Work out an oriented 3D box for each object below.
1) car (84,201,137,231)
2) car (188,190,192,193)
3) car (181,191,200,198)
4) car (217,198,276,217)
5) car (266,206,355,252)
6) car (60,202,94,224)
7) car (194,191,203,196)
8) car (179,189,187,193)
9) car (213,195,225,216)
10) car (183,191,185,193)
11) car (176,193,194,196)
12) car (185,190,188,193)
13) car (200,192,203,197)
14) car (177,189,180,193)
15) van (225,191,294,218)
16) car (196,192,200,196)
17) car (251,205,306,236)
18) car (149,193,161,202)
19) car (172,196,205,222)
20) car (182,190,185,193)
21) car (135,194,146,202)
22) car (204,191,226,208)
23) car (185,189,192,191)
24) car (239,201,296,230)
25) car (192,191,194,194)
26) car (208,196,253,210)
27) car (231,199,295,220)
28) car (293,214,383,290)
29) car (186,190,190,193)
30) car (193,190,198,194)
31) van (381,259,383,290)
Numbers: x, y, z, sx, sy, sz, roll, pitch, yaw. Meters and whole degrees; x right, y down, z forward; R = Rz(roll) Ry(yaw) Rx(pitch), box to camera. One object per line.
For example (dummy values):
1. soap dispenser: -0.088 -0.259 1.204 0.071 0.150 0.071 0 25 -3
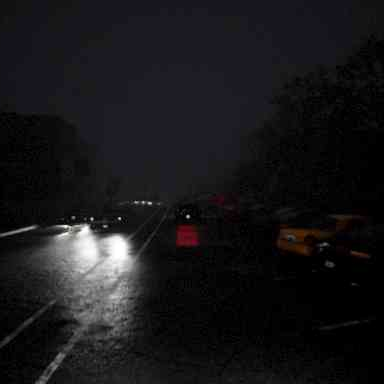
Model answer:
1. car: -4.537 1.444 19.420 1.895 1.301 4.718 0 1 -2
2. car: 2.234 0.981 67.290 5.008 1.535 2.097 1 1 -25
3. car: -0.337 0.650 90.923 4.553 1.767 2.185 0 1 -27
4. car: 4.740 1.279 28.757 4.674 1.452 2.002 1 1 -22
5. car: 5.397 1.401 11.047 5.366 1.575 1.946 1 0 -21
6. car: -7.441 1.380 22.721 1.994 1.385 4.181 0 1 -2
7. car: 3.423 1.062 52.489 5.008 1.535 2.097 1 0 -24
8. car: 0.421 0.618 85.046 5.566 2.045 2.435 0 0 -27
9. car: 4.677 1.260 25.717 5.366 1.575 1.946 1 1 -22
10. car: 1.047 0.922 79.121 5.008 1.535 2.097 0 0 -26
11. car: -1.130 1.219 41.649 1.994 1.385 4.181 0 0 -3
12. car: 1.828 0.951 73.292 5.366 1.575 1.946 1 0 -26
13. car: 4.020 1.122 43.590 4.892 1.521 2.231 1 1 -24
14. car: -0.702 0.463 93.867 5.566 2.045 2.435 0 2 -27
15. van: 4.843 1.065 22.771 4.442 1.987 1.878 1 1 -22
16. car: 3.606 1.110 49.511 4.792 1.488 2.163 1 1 -24
17. car: 5.162 1.416 13.951 4.674 1.452 2.002 1 0 -21
18. car: -6.763 0.897 60.920 2.097 1.767 4.553 0 0 -4
19. car: -0.336 1.303 24.105 1.837 1.490 4.892 0 1 -2
20. car: 0.738 0.902 82.075 4.892 1.521 2.231 0 1 -27
21. car: -9.823 1.082 64.068 2.033 1.411 5.357 0 0 -5
22. car: 4.512 0.938 34.706 5.566 2.045 2.435 1 0 -23
23. car: 1.392 0.812 76.174 4.553 1.767 2.185 0 1 -26
24. car: 5.085 1.388 16.898 4.674 1.452 2.002 0 1 -21
25. car: 2.991 1.027 58.411 5.008 1.535 2.097 1 1 -25
26. car: 4.341 1.205 37.658 4.674 1.452 2.002 1 1 -23
27. car: 5.031 1.360 19.852 4.674 1.452 2.002 1 0 -22
28. car: 5.255 1.426 8.011 5.008 1.535 2.097 1 0 -21
29. car: 1.941 0.966 70.254 5.008 1.535 2.097 1 0 -26
30. car: 3.181 0.918 55.443 4.553 1.767 2.185 1 0 -24
31. van: 5.398 1.225 5.083 4.442 1.987 1.878 1 0 -21
